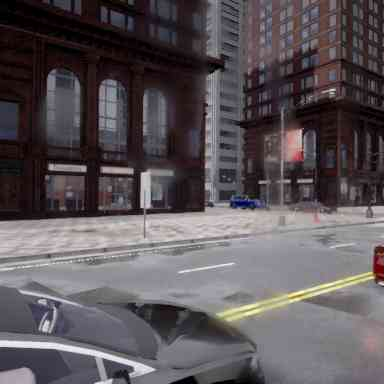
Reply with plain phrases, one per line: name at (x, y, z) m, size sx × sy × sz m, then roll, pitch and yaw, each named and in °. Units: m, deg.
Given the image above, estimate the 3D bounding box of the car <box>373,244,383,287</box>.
car at (6.270, 1.489, 7.905) m, size 5.008 × 1.535 × 1.882 m, roll 0°, pitch 0°, yaw -35°

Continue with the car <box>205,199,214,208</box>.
car at (1.705, 1.834, 53.600) m, size 1.994 × 1.385 × 4.181 m, roll 1°, pitch -1°, yaw -35°

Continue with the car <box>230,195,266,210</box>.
car at (7.524, 1.445, 45.407) m, size 2.150 × 2.045 × 5.566 m, roll 1°, pitch -1°, yaw -35°

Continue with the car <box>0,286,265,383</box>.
car at (-1.559, 1.492, 2.334) m, size 4.902 × 1.511 × 2.128 m, roll 0°, pitch 0°, yaw -35°

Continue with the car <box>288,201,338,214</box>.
car at (13.402, 1.725, 37.129) m, size 2.033 × 1.411 × 5.357 m, roll 1°, pitch -1°, yaw -35°
